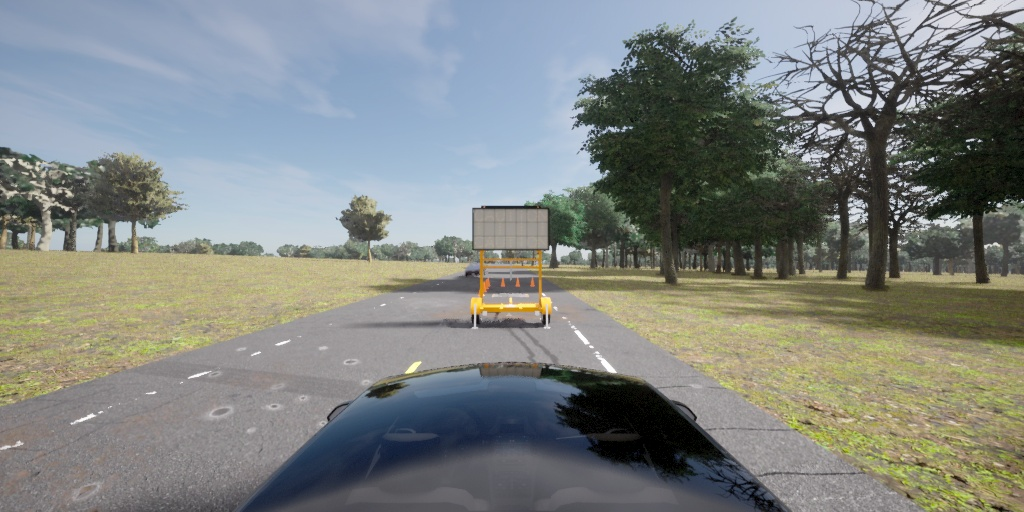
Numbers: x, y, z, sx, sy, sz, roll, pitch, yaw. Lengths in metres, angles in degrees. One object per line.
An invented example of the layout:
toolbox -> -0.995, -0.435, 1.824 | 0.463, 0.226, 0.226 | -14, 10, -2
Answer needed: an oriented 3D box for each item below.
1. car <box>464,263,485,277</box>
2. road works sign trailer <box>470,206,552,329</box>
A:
car -> -3.765, 1.432, 37.251 | 2.033, 1.411, 5.357 | 0, 0, -1
road works sign trailer -> -0.036, 0.226, 11.298 | 2.380, 3.560, 2.880 | 0, 0, 0
